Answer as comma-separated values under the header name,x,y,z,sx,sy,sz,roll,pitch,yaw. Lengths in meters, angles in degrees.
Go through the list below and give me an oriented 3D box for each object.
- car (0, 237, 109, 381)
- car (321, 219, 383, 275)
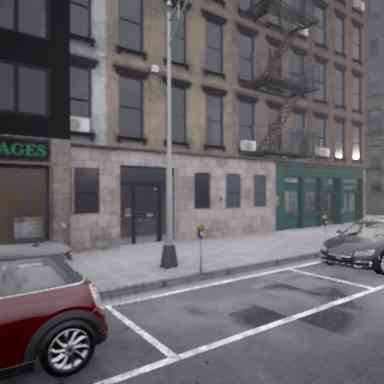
name,x,y,z,sx,sy,sz,roll,pitch,yaw
car,-3.206,1.441,3.900,4.097,1.590,1.967,0,0,-36
car,5.767,1.538,10.301,4.403,1.369,2.008,0,0,-36
